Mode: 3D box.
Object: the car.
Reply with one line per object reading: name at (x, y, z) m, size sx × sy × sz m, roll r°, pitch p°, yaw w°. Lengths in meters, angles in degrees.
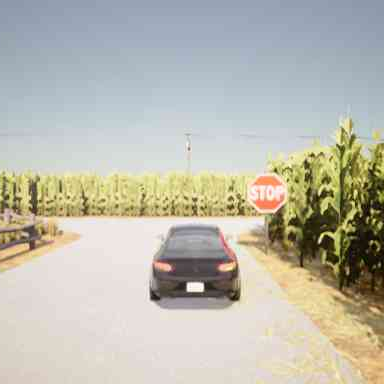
car at (0.068, 1.490, 8.127) m, size 1.812 × 1.442 × 4.674 m, roll 0°, pitch 0°, yaw 0°
